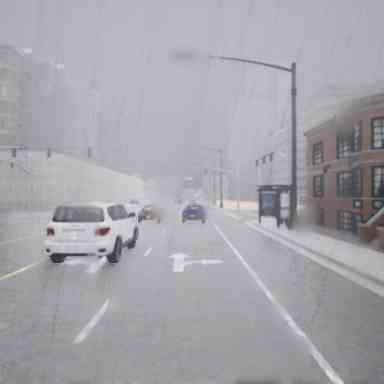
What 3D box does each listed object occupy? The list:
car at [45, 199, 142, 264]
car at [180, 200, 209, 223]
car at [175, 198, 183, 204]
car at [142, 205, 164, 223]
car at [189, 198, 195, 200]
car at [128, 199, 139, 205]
[{"bbox_3d":[-3.492,1.362,12.541,2.150,2.045,5.566,0,0,0],"label":"car"},{"bbox_3d":[0.384,1.794,29.181,1.882,1.535,5.008,0,0,8],"label":"car"},{"bbox_3d":[-3.513,2.529,87.081,1.895,1.301,4.718,0,-1,0],"label":"car"},{"bbox_3d":[-3.481,1.839,28.875,1.812,1.442,4.674,0,0,0],"label":"car"},{"bbox_3d":[-0.013,2.406,86.636,1.882,1.535,5.008,0,-1,0],"label":"car"},{"bbox_3d":[-14.012,2.419,80.018,1.994,1.385,4.181,0,-1,0],"label":"car"}]
